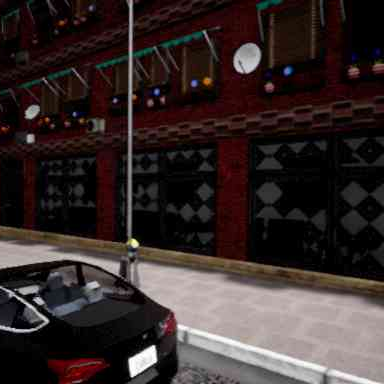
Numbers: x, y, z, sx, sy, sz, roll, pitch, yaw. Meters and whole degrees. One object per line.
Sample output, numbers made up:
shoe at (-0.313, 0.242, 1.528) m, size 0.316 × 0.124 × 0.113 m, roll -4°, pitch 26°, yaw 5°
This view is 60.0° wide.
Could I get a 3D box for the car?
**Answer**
car at (-2.135, 1.568, 4.232) m, size 4.313 × 1.339 × 1.947 m, roll 0°, pitch 1°, yaw 36°
